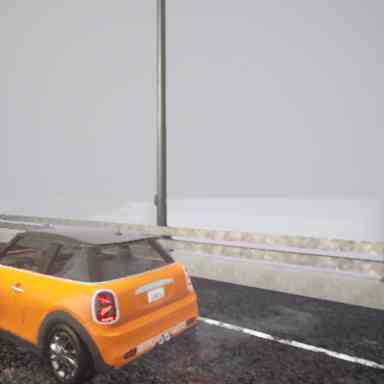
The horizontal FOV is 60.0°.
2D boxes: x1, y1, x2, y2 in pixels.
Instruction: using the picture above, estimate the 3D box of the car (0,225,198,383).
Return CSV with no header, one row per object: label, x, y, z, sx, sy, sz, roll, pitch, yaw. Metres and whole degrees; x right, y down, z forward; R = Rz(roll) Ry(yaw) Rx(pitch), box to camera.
car,-2.203,1.368,5.585,4.553,1.767,2.097,0,0,35
